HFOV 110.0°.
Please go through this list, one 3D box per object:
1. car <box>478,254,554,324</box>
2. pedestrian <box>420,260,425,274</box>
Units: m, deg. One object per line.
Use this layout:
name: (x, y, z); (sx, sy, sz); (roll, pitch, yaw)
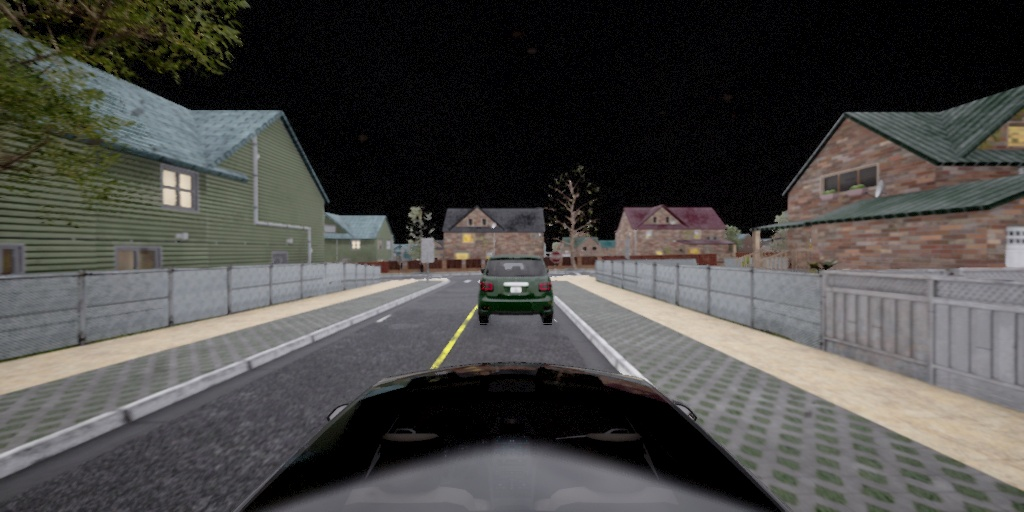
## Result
car: (0.096, 0.957, 12.011); (2.150, 2.045, 5.566); (0, 0, 0)
pedestrian: (-9.651, 0.971, 38.424); (0.375, 1.860, 0.375); (0, 2, 0)
